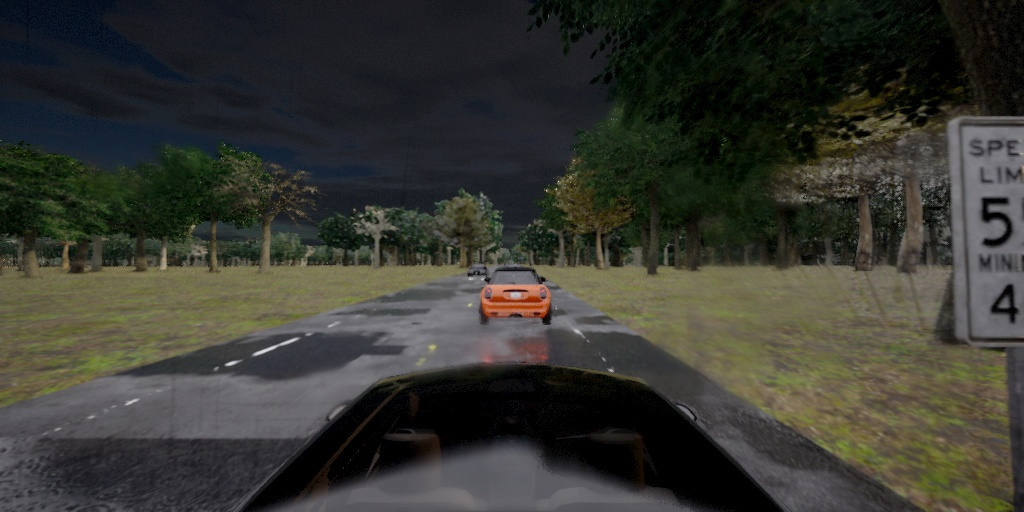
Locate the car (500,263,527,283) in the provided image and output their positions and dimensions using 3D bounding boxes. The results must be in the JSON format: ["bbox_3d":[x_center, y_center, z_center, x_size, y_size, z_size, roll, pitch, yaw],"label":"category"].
[{"bbox_3d":[0.130,1.398,30.755,2.128,1.511,4.902,0,0,0],"label":"car"}]

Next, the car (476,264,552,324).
[{"bbox_3d":[0.109,1.140,12.279,2.097,1.767,4.553,0,0,0],"label":"car"}]

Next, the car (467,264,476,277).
[{"bbox_3d":[-3.553,1.534,38.109,1.994,1.385,4.181,0,-1,0],"label":"car"}]
